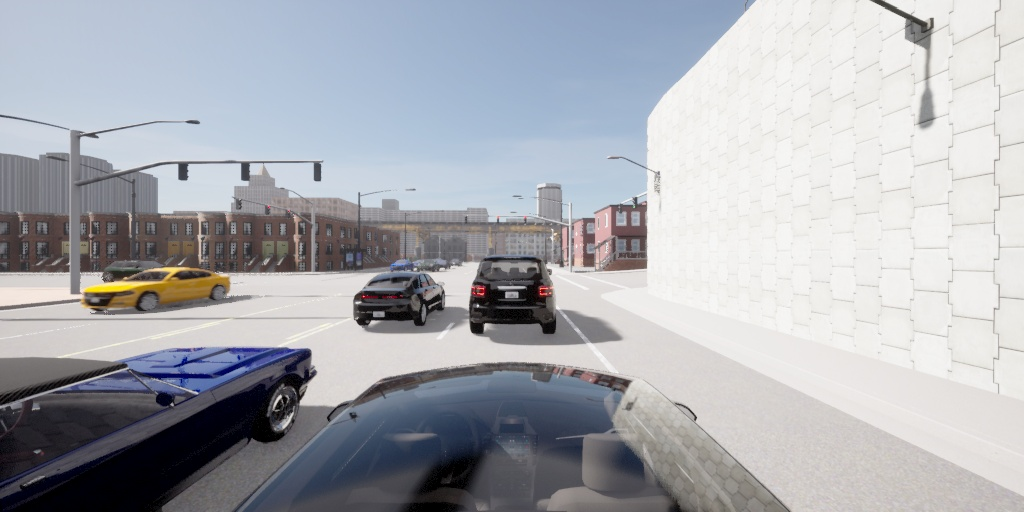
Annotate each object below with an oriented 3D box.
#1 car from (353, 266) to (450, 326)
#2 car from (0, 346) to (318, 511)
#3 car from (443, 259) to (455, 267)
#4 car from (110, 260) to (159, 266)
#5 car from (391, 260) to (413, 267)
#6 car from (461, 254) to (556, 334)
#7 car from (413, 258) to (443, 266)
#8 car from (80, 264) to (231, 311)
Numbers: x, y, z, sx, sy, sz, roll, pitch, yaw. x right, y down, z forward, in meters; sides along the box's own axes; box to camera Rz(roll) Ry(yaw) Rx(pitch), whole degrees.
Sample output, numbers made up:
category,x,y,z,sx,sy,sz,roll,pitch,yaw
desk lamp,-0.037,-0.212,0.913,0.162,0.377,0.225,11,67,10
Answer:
category,x,y,z,sx,sy,sz,roll,pitch,yaw
car,-3.423,1.255,11.651,1.837,1.490,4.892,0,0,0
car,-3.397,1.351,2.397,1.895,1.301,4.718,0,0,0
car,-10.608,1.297,55.001,2.033,1.411,5.357,0,0,0
car,-27.813,1.102,27.107,4.553,1.767,2.097,0,0,0
car,-14.111,1.228,46.325,1.882,1.535,5.008,0,0,0
car,0.061,0.971,10.761,2.150,2.045,5.566,0,0,1
car,-10.597,1.102,45.533,2.097,1.767,4.553,0,0,0
car,-13.991,1.227,14.548,1.882,1.535,5.008,0,0,1
